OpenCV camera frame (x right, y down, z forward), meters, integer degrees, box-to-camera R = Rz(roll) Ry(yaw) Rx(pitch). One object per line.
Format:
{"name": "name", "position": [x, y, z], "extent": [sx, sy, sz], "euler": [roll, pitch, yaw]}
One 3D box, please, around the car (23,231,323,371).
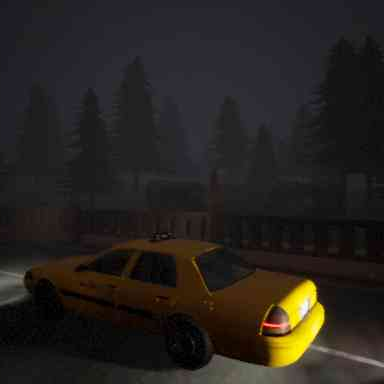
{"name": "car", "position": [-0.730, 1.434, 5.598], "extent": [5.366, 1.575, 1.801], "euler": [0, 0, 33]}
